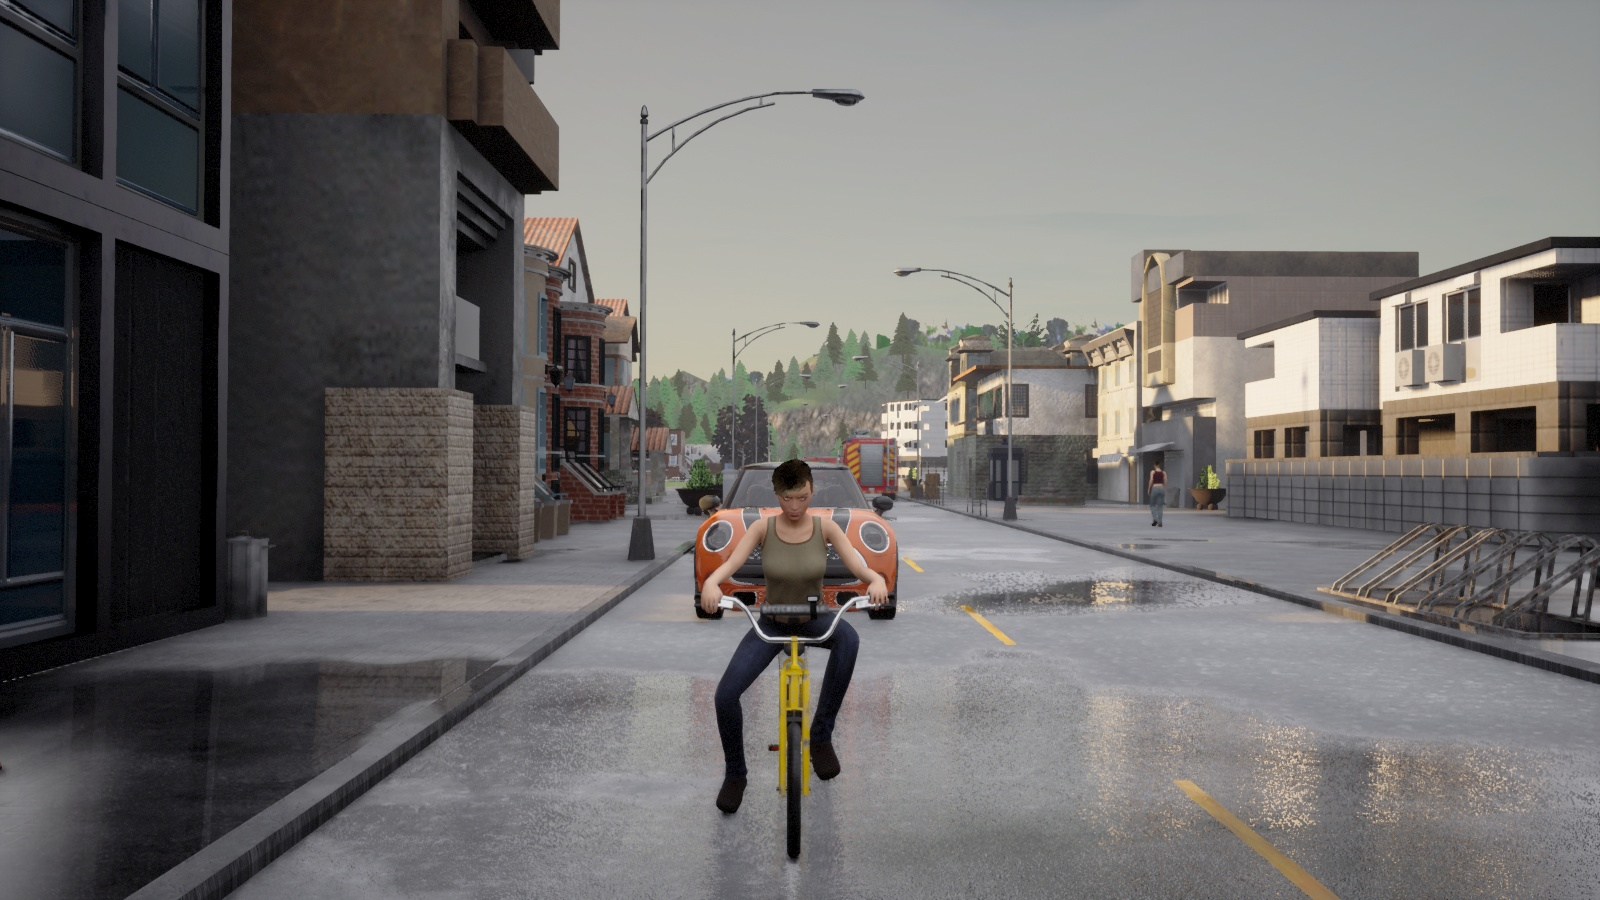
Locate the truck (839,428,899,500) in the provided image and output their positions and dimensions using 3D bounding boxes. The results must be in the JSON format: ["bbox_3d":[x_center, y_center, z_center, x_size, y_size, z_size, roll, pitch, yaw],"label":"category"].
[{"bbox_3d":[3.816,0.831,71.426,2.891,3.827,8.468,0,-1,0],"label":"truck"}]

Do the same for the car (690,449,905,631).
[{"bbox_3d":[-0.038,0.917,14.551,2.097,1.767,4.553,0,-1,0],"label":"car"}]

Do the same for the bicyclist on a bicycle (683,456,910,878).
[{"bbox_3d":[-0.019,0.845,5.583,0.866,1.612,1.509,0,-1,0],"label":"bicyclist on a bicycle"}]
